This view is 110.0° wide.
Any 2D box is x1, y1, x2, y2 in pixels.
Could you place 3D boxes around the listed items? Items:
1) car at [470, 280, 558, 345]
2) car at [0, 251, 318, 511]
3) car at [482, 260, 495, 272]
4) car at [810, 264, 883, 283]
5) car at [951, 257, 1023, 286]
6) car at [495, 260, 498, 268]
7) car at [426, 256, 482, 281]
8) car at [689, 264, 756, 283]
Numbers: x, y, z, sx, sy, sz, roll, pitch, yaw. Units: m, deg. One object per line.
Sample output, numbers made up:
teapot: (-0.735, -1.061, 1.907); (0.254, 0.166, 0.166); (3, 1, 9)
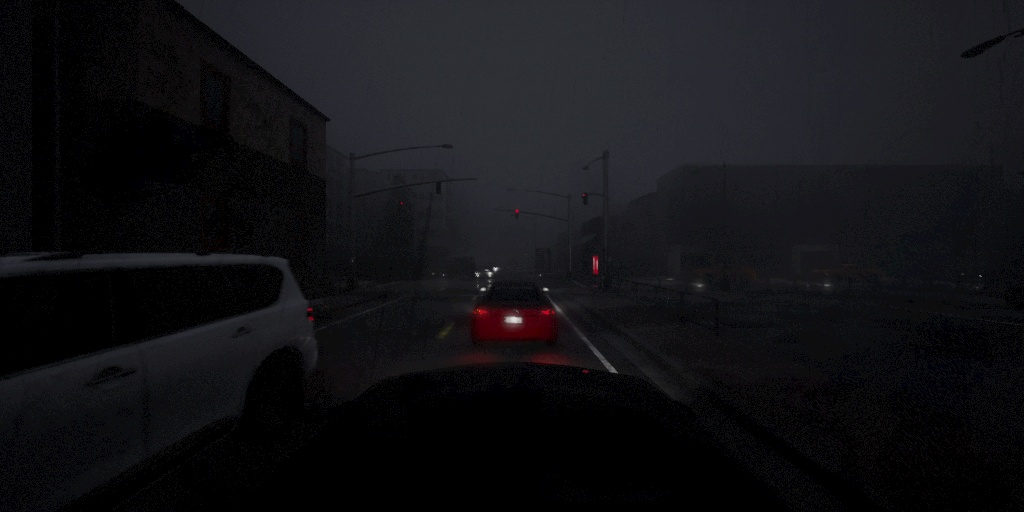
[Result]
car: (0.064, 1.314, 9.508); (1.994, 1.385, 4.181); (0, 0, 0)
car: (-3.586, 0.971, 2.388); (2.150, 2.045, 5.566); (0, 0, 0)
car: (-3.588, 1.275, 46.950); (1.812, 1.442, 4.674); (0, 0, 0)
car: (27.527, 1.404, 29.602); (5.008, 1.535, 1.882); (0, 0, 0)
car: (40.002, 1.145, 29.597); (5.566, 2.045, 2.150); (0, 0, 1)
car: (-3.551, 1.350, 63.218); (1.895, 1.301, 4.718); (0, 0, 0)
car: (-5.372, 1.066, 32.792); (2.150, 2.045, 5.566); (1, 2, 28)
car: (17.302, 1.404, 29.582); (5.008, 1.535, 1.882); (0, 0, 0)
